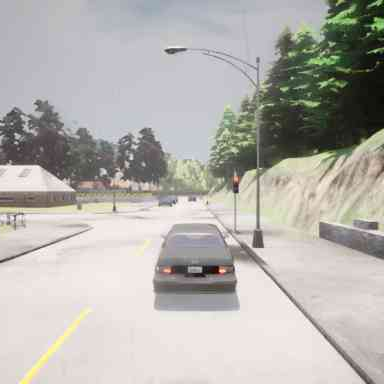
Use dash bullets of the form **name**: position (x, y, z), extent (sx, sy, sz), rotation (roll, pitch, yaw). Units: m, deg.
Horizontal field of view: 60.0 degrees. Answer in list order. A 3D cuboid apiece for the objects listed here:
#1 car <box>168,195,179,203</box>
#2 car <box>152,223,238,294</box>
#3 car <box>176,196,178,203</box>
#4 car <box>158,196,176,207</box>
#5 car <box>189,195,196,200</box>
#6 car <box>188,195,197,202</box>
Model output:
- **car**: position (-3.900, 1.525, 71.148), extent (2.128, 1.511, 4.902), rotation (0, 0, 0)
- **car**: position (0.071, 1.547, 8.931), extent (2.033, 1.411, 5.357), rotation (0, 0, 0)
- **car**: position (-3.980, 1.478, 61.056), extent (1.882, 1.535, 5.008), rotation (0, 0, 1)
- **car**: position (-4.024, 1.564, 51.053), extent (1.994, 1.385, 4.181), rotation (0, 0, 0)
- **car**: position (0.120, 1.408, 86.044), extent (1.812, 1.442, 4.674), rotation (0, 0, 0)
- **car**: position (0.106, 1.516, 75.684), extent (2.128, 1.511, 4.902), rotation (0, 0, 0)
